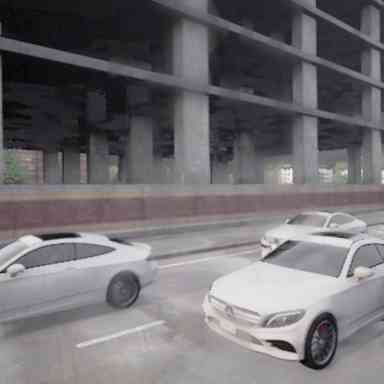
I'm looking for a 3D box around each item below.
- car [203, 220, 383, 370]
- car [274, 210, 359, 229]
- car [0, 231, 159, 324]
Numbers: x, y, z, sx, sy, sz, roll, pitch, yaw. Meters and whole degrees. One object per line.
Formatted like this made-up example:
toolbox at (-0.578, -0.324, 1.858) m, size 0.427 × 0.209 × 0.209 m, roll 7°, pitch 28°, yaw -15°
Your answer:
car at (2.336, 1.465, 5.756) m, size 4.674 × 1.442 × 1.812 m, roll -1°, pitch 0°, yaw -37°
car at (4.457, 1.404, 11.707) m, size 4.674 × 1.442 × 1.812 m, roll -1°, pitch 0°, yaw -37°
car at (-2.842, 1.531, 6.265) m, size 4.674 × 1.442 × 1.812 m, roll -1°, pitch 0°, yaw -37°
